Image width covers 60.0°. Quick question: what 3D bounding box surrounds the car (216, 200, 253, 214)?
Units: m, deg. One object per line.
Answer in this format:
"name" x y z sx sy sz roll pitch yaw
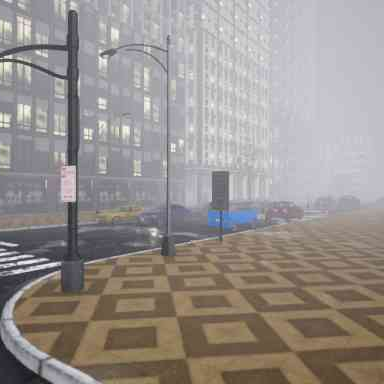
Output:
"car" 4.678 1.571 36.125 1.887 1.381 4.507 0 0 38

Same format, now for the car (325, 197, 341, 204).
"car" 28.416 1.625 67.001 2.008 1.369 4.403 0 0 38

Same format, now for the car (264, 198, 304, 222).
"car" 7.534 1.472 26.910 1.967 1.590 4.097 0 0 38

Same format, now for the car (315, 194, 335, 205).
"car" 25.025 1.381 62.591 2.192 1.841 5.009 0 0 38

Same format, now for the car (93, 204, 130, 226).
"car" -4.816 1.540 23.987 1.752 1.417 4.829 0 0 38

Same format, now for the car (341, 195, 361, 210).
"car" 21.098 1.369 44.554 2.192 1.841 5.009 0 0 38

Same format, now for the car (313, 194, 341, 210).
"car" 17.907 1.400 44.449 2.097 1.767 4.553 0 0 38

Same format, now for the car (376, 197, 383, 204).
"car" 38.053 1.658 66.607 1.947 1.339 4.313 0 0 38

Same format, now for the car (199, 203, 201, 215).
"car" 1.287 1.604 31.714 1.802 1.307 4.206 0 0 38

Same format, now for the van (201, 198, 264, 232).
"van" 2.576 1.368 20.278 1.690 1.788 3.998 0 0 38

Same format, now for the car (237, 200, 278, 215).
"car" 7.028 1.577 35.114 2.033 1.411 5.357 0 0 38

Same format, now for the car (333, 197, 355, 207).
"car" 23.956 1.552 52.312 2.128 1.511 4.902 0 0 37

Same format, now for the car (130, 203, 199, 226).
"car" -1.819 1.545 23.624 1.812 1.442 4.674 0 0 38

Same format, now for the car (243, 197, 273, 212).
"car" 8.069 1.471 40.536 1.967 1.590 4.097 0 0 38
